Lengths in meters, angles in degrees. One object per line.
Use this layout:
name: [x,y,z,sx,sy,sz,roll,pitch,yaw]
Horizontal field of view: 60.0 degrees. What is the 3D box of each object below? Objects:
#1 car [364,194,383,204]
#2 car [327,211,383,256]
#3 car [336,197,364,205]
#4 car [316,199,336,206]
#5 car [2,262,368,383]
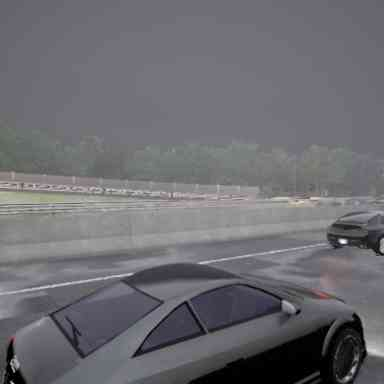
car: [21.702,1.277,36.655,5.566,2.045,2.150,0,0,-35]
car: [7.377,1.515,13.305,4.892,1.490,1.837,0,0,-35]
car: [19.701,1.408,39.521,4.553,1.767,2.097,0,0,-35]
car: [17.697,1.582,42.391,4.674,1.442,1.812,0,0,-35]
car: [0.186,1.565,3.878,4.181,1.385,1.994,0,0,-35]
